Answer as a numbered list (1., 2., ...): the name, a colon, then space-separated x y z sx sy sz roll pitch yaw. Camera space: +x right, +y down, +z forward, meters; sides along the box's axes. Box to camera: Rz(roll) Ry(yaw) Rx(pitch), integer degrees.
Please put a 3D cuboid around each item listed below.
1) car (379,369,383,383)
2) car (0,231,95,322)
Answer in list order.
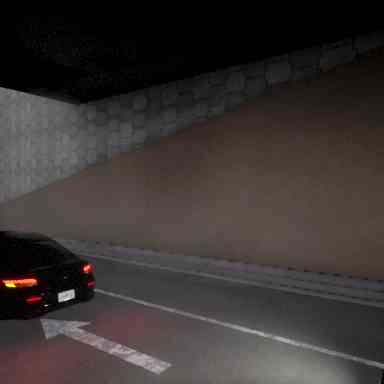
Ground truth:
1. car: 3.523 1.505 1.401 4.892 1.490 1.837 0 0 36
2. car: -3.918 1.526 6.768 4.674 1.442 1.812 0 0 36
